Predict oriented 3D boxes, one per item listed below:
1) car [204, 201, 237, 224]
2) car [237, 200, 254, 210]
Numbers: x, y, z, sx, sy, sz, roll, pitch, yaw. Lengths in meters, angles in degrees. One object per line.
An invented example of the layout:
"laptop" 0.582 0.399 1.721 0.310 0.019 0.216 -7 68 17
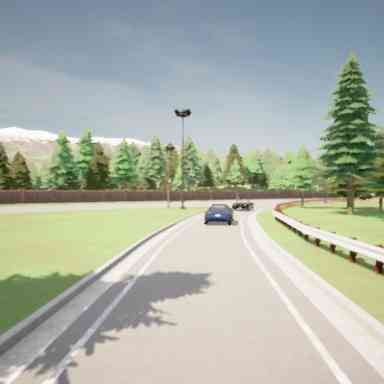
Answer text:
"car" 2.056 1.564 24.666 1.994 1.385 4.181 0 0 9
"car" 6.520 1.603 41.518 1.895 1.301 4.718 0 0 21
